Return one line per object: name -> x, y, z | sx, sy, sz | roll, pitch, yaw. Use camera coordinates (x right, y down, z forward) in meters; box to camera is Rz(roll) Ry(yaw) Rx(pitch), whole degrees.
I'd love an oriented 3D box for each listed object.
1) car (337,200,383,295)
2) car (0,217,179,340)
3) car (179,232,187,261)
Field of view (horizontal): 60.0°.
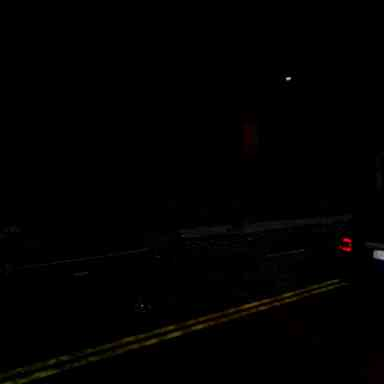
car -> 5.512, 1.176, 7.373 | 5.566, 2.045, 2.150 | -1, 0, -35
car -> -2.750, 1.347, 5.715 | 4.553, 1.767, 2.097 | 0, 0, -35
car -> -2.221, 1.544, 10.085 | 4.181, 1.385, 1.994 | 0, 0, -35
